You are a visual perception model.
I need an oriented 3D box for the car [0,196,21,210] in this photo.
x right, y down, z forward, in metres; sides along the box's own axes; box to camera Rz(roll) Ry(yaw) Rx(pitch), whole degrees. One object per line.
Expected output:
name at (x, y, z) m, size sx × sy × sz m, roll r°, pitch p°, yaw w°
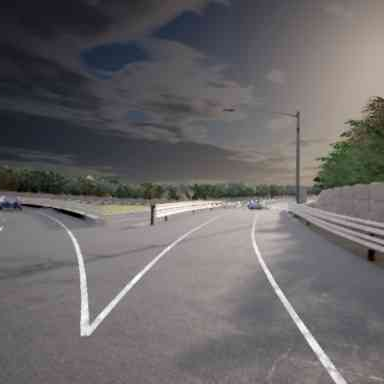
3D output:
car at (-21.905, 1.208, 39.689) m, size 2.097 × 1.767 × 4.553 m, roll 1°, pitch 0°, yaw -38°

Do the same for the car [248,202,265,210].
car at (10.716, 2.363, 56.404) m, size 2.033 × 1.411 × 5.357 m, roll 1°, pitch -2°, yaw 17°

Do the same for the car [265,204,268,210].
car at (13.808, 2.784, 66.283) m, size 1.812 × 1.442 × 4.674 m, roll 1°, pitch -3°, yaw 19°
